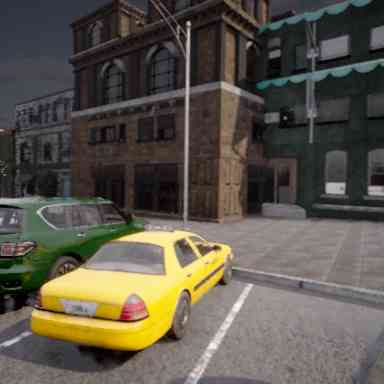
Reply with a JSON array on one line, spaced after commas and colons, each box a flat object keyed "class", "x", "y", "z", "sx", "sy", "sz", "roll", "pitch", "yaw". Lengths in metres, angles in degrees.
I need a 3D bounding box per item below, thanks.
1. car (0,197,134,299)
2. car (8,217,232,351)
[{"class": "car", "x": -2.915, "y": 1.138, "z": 8.266, "sx": 2.435, "sy": 2.045, "sz": 5.566, "roll": 0, "pitch": 0, "yaw": 20}, {"class": "car", "x": -0.526, "y": 1.389, "z": 6.491, "sx": 1.946, "sy": 1.575, "sz": 5.366, "roll": 0, "pitch": 0, "yaw": 20}]
